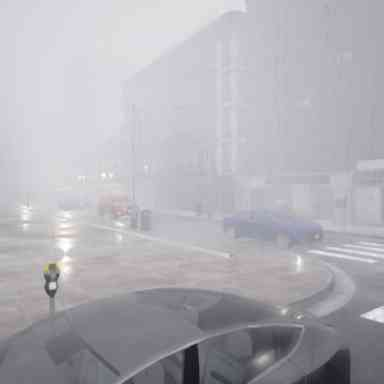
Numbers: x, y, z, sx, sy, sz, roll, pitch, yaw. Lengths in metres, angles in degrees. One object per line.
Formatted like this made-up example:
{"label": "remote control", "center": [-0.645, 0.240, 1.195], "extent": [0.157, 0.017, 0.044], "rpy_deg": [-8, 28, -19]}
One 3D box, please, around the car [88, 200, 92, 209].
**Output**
{"label": "car", "center": [-15.734, 1.636, 47.314], "extent": [1.812, 1.442, 4.674], "rpy_deg": [0, 0, -35]}

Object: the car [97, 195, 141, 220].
{"label": "car", "center": [-6.514, 1.286, 29.157], "extent": [2.150, 2.045, 5.566], "rpy_deg": [0, 0, -35]}

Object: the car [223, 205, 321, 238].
{"label": "car", "center": [4.325, 1.557, 18.930], "extent": [2.033, 1.411, 5.357], "rpy_deg": [0, 0, -35]}

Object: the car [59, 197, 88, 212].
{"label": "car", "center": [-14.989, 1.455, 41.218], "extent": [2.097, 1.767, 4.553], "rpy_deg": [0, 0, -35]}

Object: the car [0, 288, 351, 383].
{"label": "car", "center": [-0.581, 1.565, 2.396], "extent": [4.313, 1.339, 1.947], "rpy_deg": [0, 0, -35]}

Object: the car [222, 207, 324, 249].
{"label": "car", "center": [3.457, 1.491, 15.049], "extent": [1.882, 1.535, 5.008], "rpy_deg": [0, 0, -35]}
